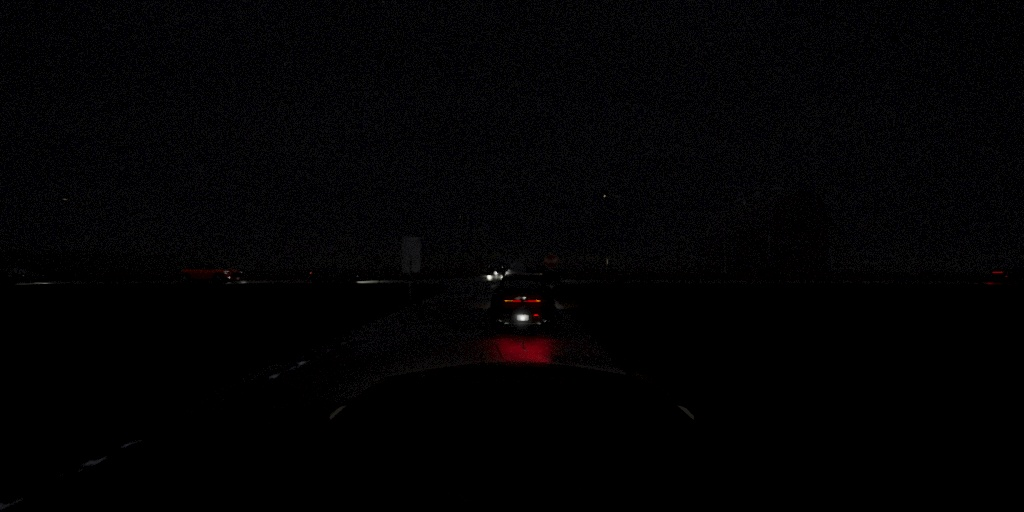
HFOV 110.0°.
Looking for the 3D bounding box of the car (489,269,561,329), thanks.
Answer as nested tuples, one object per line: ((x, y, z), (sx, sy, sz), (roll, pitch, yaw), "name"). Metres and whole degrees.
((0.331, 1.361, 11.786), (1.837, 1.490, 4.892), (0, 0, 1), "car")

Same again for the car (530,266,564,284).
((2.553, 1.505, 28.074), (2.128, 1.511, 4.902), (-1, 0, 29), "car")

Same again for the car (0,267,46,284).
((-45.323, 1.736, 32.471), (4.674, 1.442, 1.812), (-1, -2, 1), "car")

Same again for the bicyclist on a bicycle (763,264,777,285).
((20.499, 1.454, 28.520), (0.582, 1.620, 1.656), (0, -1, 1), "bicyclist on a bicycle")

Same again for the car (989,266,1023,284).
((44.978, 1.649, 31.274), (4.902, 1.511, 2.128), (0, -2, 2), "car")

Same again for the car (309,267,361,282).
((-15.766, 1.630, 32.029), (4.181, 1.385, 1.994), (0, -2, 1), "car")

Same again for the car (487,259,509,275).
((-1.963, 1.448, 47.715), (2.150, 2.045, 5.566), (0, -1, 2), "car")

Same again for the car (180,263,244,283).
((-26.804, 1.461, 32.188), (4.553, 1.767, 2.097), (0, -2, 1), "car")
